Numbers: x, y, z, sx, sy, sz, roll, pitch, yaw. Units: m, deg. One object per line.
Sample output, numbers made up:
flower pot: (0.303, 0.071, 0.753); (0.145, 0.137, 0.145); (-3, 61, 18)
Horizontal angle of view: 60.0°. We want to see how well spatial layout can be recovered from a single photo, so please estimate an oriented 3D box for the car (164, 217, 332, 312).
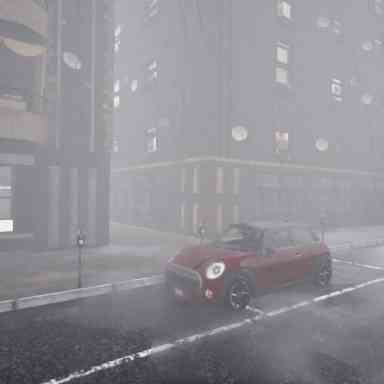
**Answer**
car: (1.370, 1.444, 7.680); (4.097, 1.590, 1.967); (0, 1, -35)
